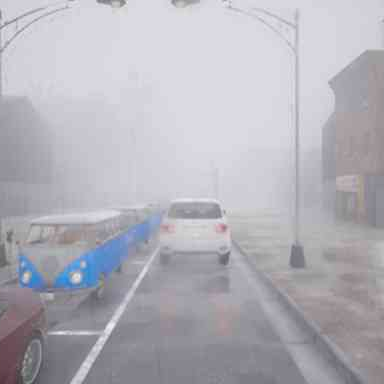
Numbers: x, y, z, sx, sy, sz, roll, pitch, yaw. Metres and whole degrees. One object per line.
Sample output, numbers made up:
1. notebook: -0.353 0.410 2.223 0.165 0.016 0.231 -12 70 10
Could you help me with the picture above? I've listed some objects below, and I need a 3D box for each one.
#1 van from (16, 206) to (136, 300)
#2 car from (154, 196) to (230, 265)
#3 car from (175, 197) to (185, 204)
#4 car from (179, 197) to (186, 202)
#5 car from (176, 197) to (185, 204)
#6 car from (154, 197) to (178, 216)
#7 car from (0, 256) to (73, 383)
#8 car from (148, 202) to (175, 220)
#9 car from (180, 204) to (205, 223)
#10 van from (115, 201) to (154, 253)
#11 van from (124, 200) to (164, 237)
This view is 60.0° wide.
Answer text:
1. van: -2.639 1.376 8.133 1.690 1.788 3.998 0 0 0
2. car: 0.066 1.264 12.046 2.150 2.045 5.566 0 -1 0
3. car: -2.644 1.856 73.601 1.967 1.590 4.097 0 0 0
4. car: -2.645 2.154 90.665 1.802 1.307 4.206 0 -1 0
5. car: -2.644 1.906 79.289 1.967 1.590 4.097 0 0 0
6. car: -2.640 1.469 35.454 2.192 1.841 5.009 0 0 0
7. car: -2.638 1.594 2.668 1.802 1.307 4.206 0 0 0
8. car: -2.640 1.678 29.989 2.008 1.369 4.403 0 0 0
9. car: 0.062 1.719 27.857 1.895 1.301 4.718 0 0 0
10. van: -2.639 1.399 13.597 1.690 1.788 3.998 0 0 0
11. van: -2.639 1.422 19.062 1.690 1.788 3.998 0 0 0
